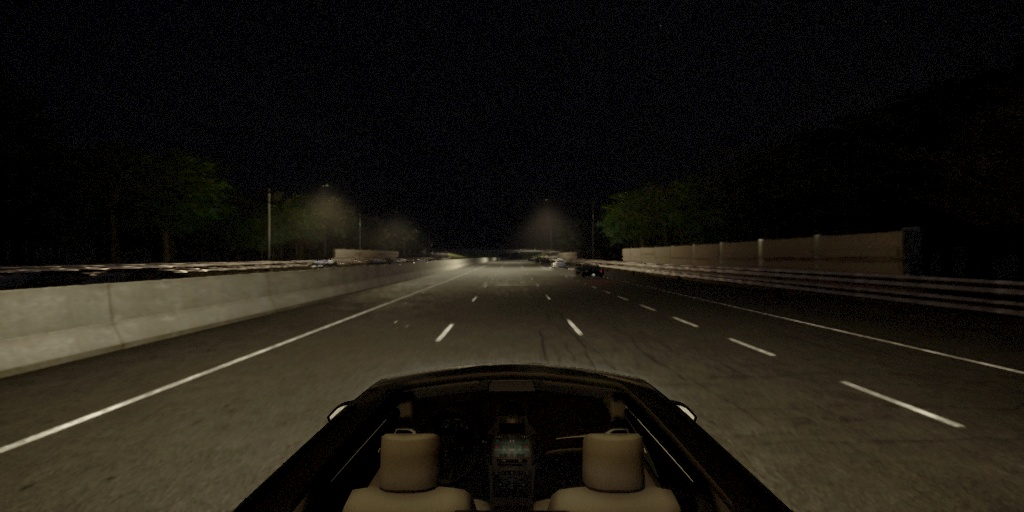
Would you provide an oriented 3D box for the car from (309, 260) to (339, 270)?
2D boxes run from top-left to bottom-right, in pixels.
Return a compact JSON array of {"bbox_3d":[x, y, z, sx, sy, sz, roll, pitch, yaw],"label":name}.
[{"bbox_3d":[-24.536,1.234,46.818,2.128,1.511,4.902,0,0,1],"label":"car"}]

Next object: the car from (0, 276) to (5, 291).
[{"bbox_3d":[-17.585,1.283,13.243,1.812,1.442,4.674,0,0,0],"label":"car"}]

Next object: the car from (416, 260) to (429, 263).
[{"bbox_3d":[-14.002,1.269,56.144,2.033,1.411,5.357,0,0,1],"label":"car"}]

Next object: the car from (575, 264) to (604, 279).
[{"bbox_3d":[7.010,1.346,33.036,1.895,1.301,4.718,0,0,0],"label":"car"}]

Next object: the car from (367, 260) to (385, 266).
[{"bbox_3d":[-21.009,1.283,56.152,1.994,1.385,4.181,0,0,1],"label":"car"}]

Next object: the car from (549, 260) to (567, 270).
[{"bbox_3d":[7.015,1.251,53.258,1.812,1.442,4.674,0,0,0],"label":"car"}]

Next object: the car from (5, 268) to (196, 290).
[{"bbox_3d":[-14.086,1.234,13.189,1.882,1.535,5.008,0,0,0],"label":"car"}]

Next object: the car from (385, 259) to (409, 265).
[{"bbox_3d":[-17.512,1.215,56.142,2.128,1.511,4.902,0,0,1],"label":"car"}]

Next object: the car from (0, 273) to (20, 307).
[{"bbox_3d":[-21.088,1.358,12.322,1.895,1.301,4.718,0,0,0],"label":"car"}]
